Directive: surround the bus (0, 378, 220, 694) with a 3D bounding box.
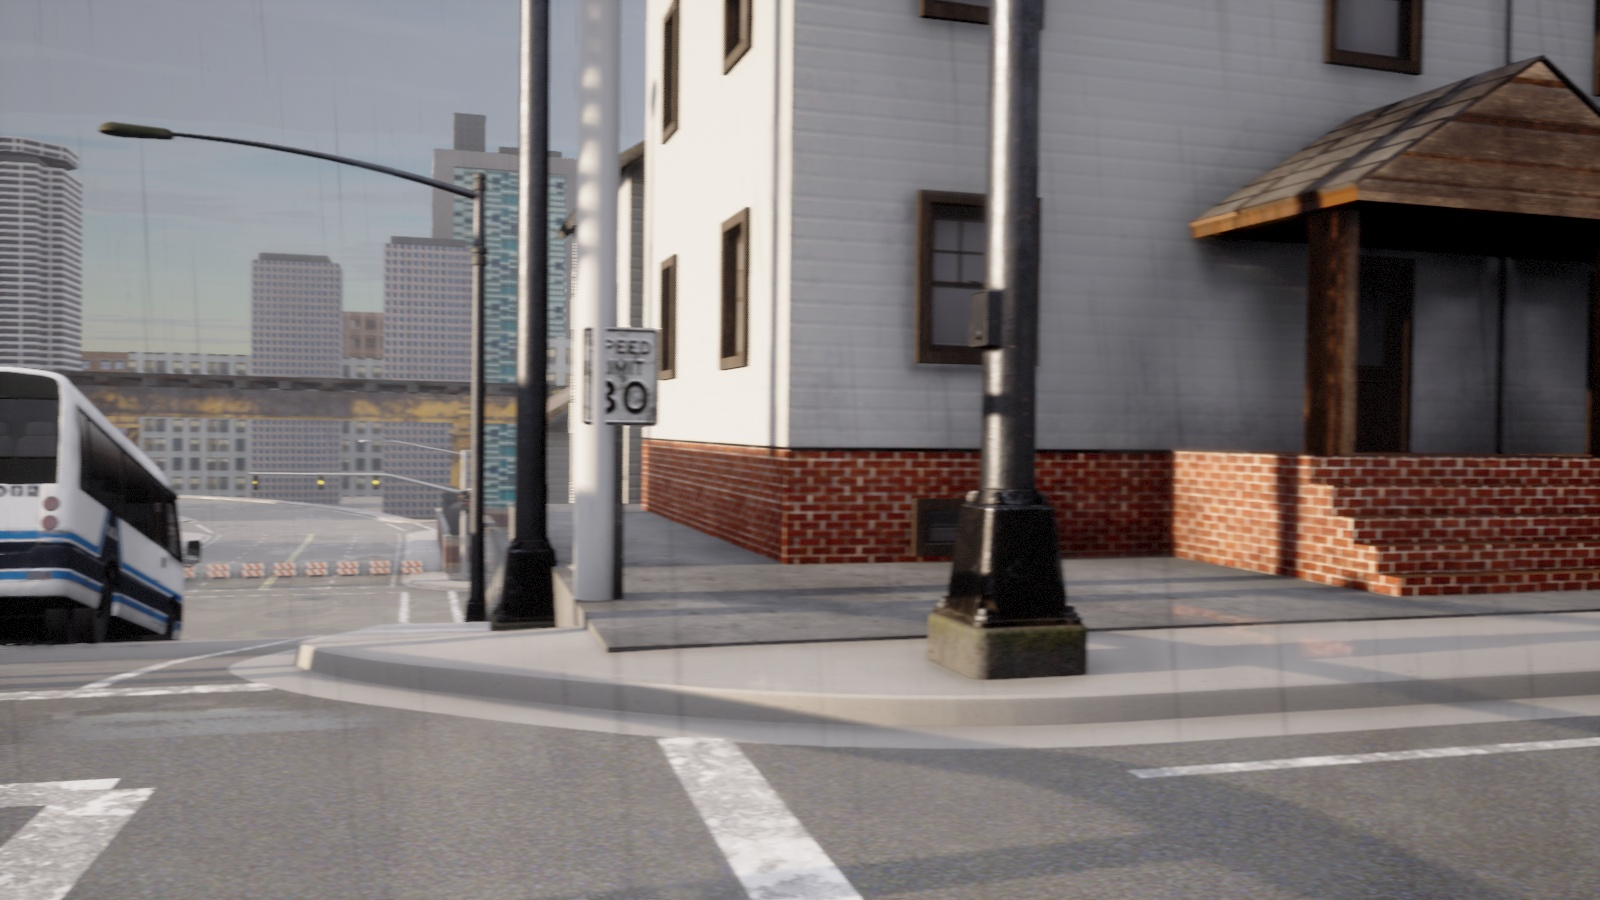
[{"bbox_3d":[-14.077,2.117,23.855,3.944,4.253,10.273,-1,-13,-16],"label":"bus"}]
